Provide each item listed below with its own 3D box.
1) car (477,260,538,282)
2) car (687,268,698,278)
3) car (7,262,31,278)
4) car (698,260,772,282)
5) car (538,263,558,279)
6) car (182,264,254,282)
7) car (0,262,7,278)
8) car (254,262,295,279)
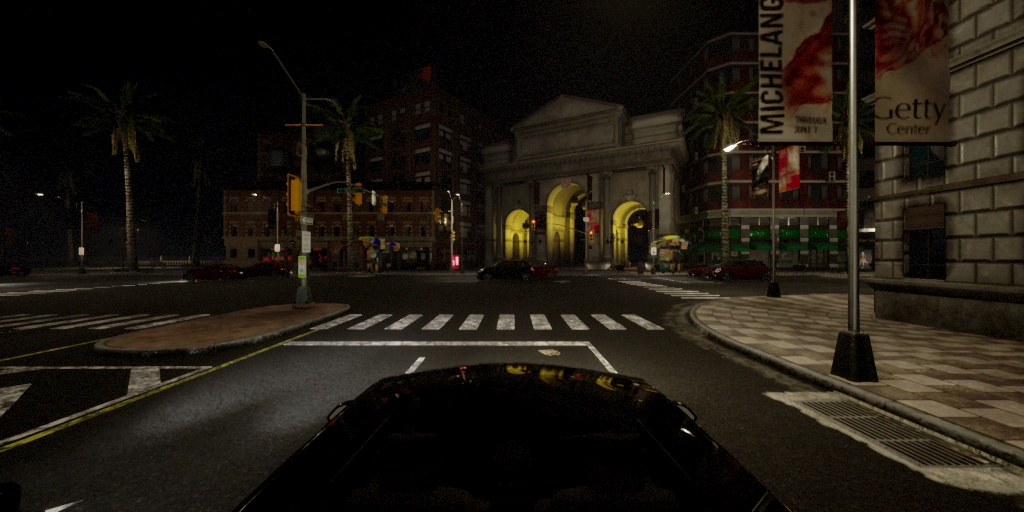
[{"bbox_3d":[-0.462,1.101,28.417,4.553,1.767,2.097,0,0,0],"label":"car"},{"bbox_3d":[18.287,1.351,31.793,4.718,1.301,1.895,0,0,0],"label":"car"},{"bbox_3d":[-46.478,1.255,32.206,4.892,1.490,1.837,0,0,0],"label":"car"},{"bbox_3d":[17.690,1.102,28.289,4.553,1.767,2.097,0,0,0],"label":"car"},{"bbox_3d":[1.976,1.314,31.901,4.181,1.385,1.994,0,0,0],"label":"car"},{"bbox_3d":[-23.551,1.314,28.562,4.181,1.385,1.994,0,0,0],"label":"car"},{"bbox_3d":[-39.477,1.297,24.971,5.357,1.411,2.033,0,0,0],"label":"car"},{"bbox_3d":[-22.018,1.275,32.052,4.674,1.442,1.812,0,0,0],"label":"car"}]
